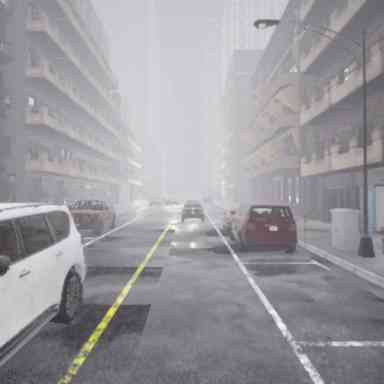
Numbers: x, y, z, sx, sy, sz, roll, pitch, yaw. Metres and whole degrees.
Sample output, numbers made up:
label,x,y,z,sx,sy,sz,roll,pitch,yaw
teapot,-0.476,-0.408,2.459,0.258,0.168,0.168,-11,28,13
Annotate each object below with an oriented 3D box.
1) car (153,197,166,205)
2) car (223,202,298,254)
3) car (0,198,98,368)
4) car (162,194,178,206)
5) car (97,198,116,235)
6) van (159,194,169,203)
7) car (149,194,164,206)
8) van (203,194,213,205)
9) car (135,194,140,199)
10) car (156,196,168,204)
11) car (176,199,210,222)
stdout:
label,x,y,z,sx,sy,sz,roll,pitch,yaw
car,-5.658,1.498,57.690,1.802,1.307,4.206,1,0,0
car,2.705,1.297,13.422,2.192,1.841,5.009,1,0,0
car,-3.101,1.215,4.211,2.150,2.045,5.566,0,0,0
car,-3.074,1.490,51.467,1.994,1.385,4.181,0,0,0
car,-5.677,1.289,18.907,2.192,1.841,5.009,1,0,0
van,-5.826,1.240,68.771,1.690,1.788,3.998,1,0,0
car,-5.656,1.475,52.149,2.008,1.369,4.403,1,0,0
van,2.694,1.258,57.744,1.690,1.788,3.998,1,0,0
car,-16.513,1.362,91.414,4.097,1.590,1.967,0,-1,0
car,-5.659,1.474,63.230,1.947,1.339,4.313,1,0,0
car,0.074,1.511,26.303,2.033,1.411,5.357,0,0,0
